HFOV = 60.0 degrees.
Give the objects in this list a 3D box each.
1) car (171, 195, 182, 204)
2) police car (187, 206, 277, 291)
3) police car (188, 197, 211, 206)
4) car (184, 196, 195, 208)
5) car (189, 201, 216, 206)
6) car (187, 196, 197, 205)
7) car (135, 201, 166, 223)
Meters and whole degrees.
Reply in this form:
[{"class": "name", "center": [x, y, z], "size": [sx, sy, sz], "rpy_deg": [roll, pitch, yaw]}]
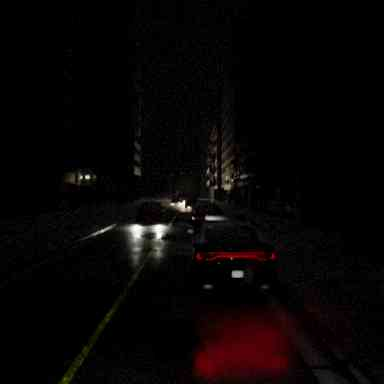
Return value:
[{"class": "car", "center": [-3.024, 1.379, 66.477], "size": [2.097, 1.767, 4.553], "rpy_deg": [0, 0, 0]}, {"class": "police car", "center": [0.898, 1.417, 9.159], "size": [1.930, 1.638, 5.238], "rpy_deg": [0, 0, 0]}, {"class": "police car", "center": [0.895, 1.411, 25.160], "size": [1.930, 1.638, 5.238], "rpy_deg": [0, 0, 0]}, {"class": "car", "center": [-0.001, 1.495, 46.747], "size": [1.837, 1.490, 4.892], "rpy_deg": [0, 0, 0]}, {"class": "car", "center": [0.897, 1.492, 19.050], "size": [1.837, 1.490, 4.892], "rpy_deg": [0, 0, 0]}, {"class": "car", "center": [-0.013, 1.487, 60.632], "size": [1.882, 1.535, 5.008], "rpy_deg": [0, 0, 0]}, {"class": "car", "center": [-3.104, 1.463, 25.570], "size": [1.882, 1.535, 5.008], "rpy_deg": [0, 0, 0]}]
